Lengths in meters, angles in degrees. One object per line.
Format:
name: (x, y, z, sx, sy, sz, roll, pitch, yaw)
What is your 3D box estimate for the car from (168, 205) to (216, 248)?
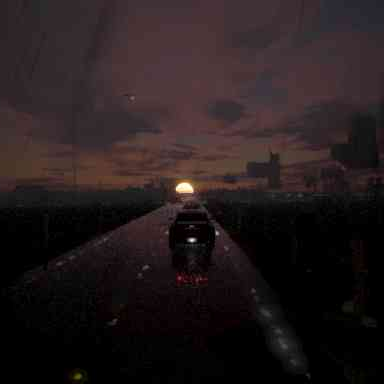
car: (0.000, 1.517, 14.650, 1.837, 1.490, 4.892, 0, 0, 0)

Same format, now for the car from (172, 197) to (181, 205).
car: (-2.750, 1.632, 62.651, 1.812, 1.442, 4.674, 0, 0, 0)

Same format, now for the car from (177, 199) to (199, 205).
car: (0.000, 1.589, 29.651, 1.994, 1.385, 4.181, 0, 0, 0)
